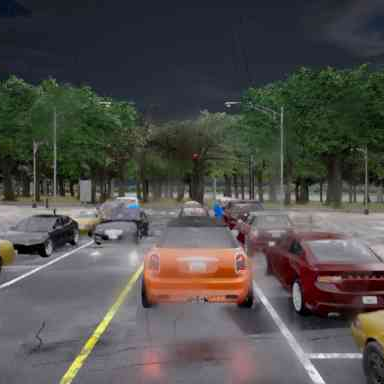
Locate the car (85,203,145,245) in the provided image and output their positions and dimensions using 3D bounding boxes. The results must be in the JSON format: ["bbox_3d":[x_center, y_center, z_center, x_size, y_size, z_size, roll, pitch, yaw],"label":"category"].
[{"bbox_3d":[-3.069,1.490,15.435,2.128,1.511,4.902,0,0,0],"label":"car"}]

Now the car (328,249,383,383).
[{"bbox_3d":[2.762,1.525,2.131,1.752,1.417,4.829,0,0,0],"label":"car"}]

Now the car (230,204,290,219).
[{"bbox_3d":[2.772,1.438,12.836,1.967,1.590,4.097,0,0,0],"label":"car"}]

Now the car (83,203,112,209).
[{"bbox_3d":[-5.748,1.524,18.111,1.752,1.417,4.829,0,0,0],"label":"car"}]

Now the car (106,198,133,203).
[{"bbox_3d":[-5.743,1.439,23.719,1.967,1.590,4.097,0,0,0],"label":"car"}]

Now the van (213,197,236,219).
[{"bbox_3d":[2.787,1.340,29.149,1.690,1.788,3.998,0,0,0],"label":"van"}]

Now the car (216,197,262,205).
[{"bbox_3d":[2.777,1.313,18.274,2.192,1.841,5.009,0,0,0],"label":"car"}]

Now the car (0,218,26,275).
[{"bbox_3d":[-5.758,1.524,7.236,1.752,1.417,4.829,0,0,0],"label":"car"}]

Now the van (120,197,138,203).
[{"bbox_3d":[-5.738,1.340,29.157,1.690,1.788,3.998,0,0,0],"label":"van"}]

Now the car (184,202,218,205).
[{"bbox_3d":[0.113,1.490,17.285,2.128,1.511,4.902,0,0,0],"label":"car"}]

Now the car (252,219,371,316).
[{"bbox_3d":[2.767,1.543,7.398,1.887,1.381,4.507,0,0,0],"label":"car"}]

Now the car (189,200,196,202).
[{"bbox_3d":[0.022,1.455,27.229,1.801,1.575,5.366,0,0,1],"label":"car"}]

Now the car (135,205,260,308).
[{"bbox_3d":[0.106,1.351,8.071,2.097,1.767,4.553,0,0,0],"label":"car"}]

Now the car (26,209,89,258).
[{"bbox_3d":[-5.753,1.564,12.844,1.947,1.339,4.313,0,0,0],"label":"car"}]
